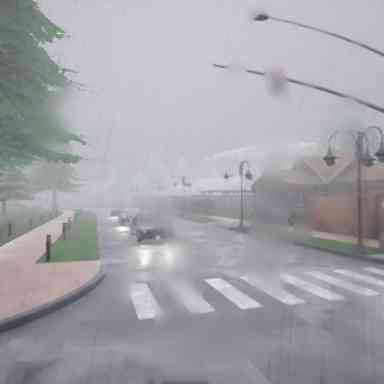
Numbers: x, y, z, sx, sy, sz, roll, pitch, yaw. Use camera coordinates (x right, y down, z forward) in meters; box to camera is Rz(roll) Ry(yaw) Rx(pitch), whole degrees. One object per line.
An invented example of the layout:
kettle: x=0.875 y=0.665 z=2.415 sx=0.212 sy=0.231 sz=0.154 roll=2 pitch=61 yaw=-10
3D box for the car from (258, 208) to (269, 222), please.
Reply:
car: x=7.787 y=1.689 z=28.738 sx=3.866 sy=1.878 sz=1.905 roll=0 pitch=-1 yaw=-16

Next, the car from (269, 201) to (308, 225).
car: x=8.867 y=1.646 z=26.436 sx=4.605 sy=1.855 sz=1.932 roll=0 pitch=-1 yaw=-16

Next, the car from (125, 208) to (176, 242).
car: x=-2.353 y=1.876 z=18.678 sx=2.033 sy=1.411 sz=5.357 roll=0 pitch=-1 yaw=-16

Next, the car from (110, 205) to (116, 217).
car: x=-9.016 y=2.297 z=41.220 sx=1.994 sy=1.385 sz=4.181 roll=0 pitch=-1 yaw=-17

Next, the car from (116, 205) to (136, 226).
car: x=-5.273 y=2.033 z=28.664 sx=1.812 sy=1.442 sz=4.674 roll=0 pitch=-1 yaw=-16
